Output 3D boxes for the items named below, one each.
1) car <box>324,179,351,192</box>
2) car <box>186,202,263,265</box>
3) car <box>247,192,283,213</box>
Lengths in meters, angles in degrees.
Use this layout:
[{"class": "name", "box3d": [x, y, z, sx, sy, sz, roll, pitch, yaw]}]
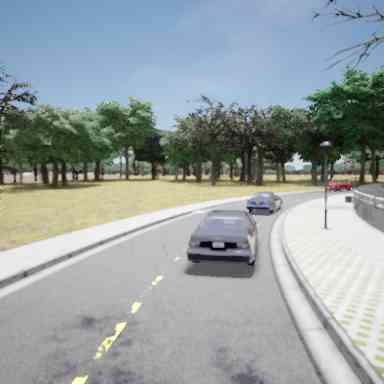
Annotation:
[{"class": "car", "box3d": [23.247, -1.065, 53.090, 5.566, 2.045, 2.150, -3, 3, -39]}, {"class": "car", "box3d": [1.171, 1.283, 10.747, 2.033, 1.411, 5.357, 0, 2, 12]}, {"class": "car", "box3d": [5.447, 0.699, 24.680, 2.033, 1.411, 5.357, 0, 3, 24]}]
